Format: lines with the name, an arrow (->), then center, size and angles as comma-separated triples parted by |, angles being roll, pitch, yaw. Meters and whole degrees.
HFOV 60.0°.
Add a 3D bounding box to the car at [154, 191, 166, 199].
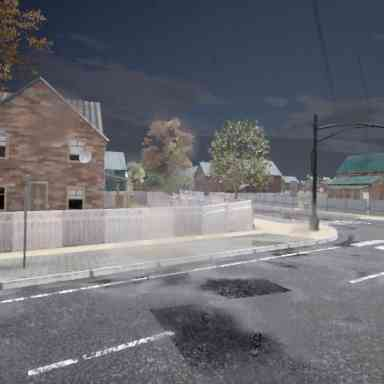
car -> -6.196, 0.640, 61.715 | 1.812, 1.442, 4.674 | 1, 1, -20
